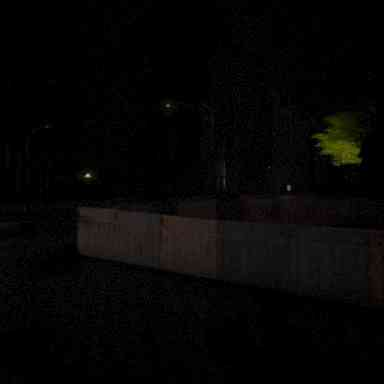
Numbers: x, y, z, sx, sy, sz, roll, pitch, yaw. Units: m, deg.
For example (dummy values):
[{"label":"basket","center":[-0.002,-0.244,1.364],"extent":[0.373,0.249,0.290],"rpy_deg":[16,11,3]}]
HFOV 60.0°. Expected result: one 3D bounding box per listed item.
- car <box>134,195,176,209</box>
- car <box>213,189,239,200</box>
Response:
[{"label":"car","center":[-2.431,1.040,25.383],"extent":[2.097,1.767,4.553],"rpy_deg":[0,1,35]},{"label":"car","center":[5.562,0.601,53.691],"extent":[2.150,2.045,5.566],"rpy_deg":[0,1,35]}]
